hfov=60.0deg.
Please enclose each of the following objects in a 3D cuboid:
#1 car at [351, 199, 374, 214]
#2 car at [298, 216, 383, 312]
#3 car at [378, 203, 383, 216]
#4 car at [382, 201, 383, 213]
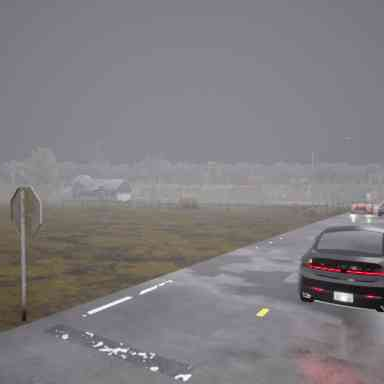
[{"bbox_3d":[20.031,1.644,39.050,2.097,1.767,4.553,0,-1,32],"label":"car"},{"bbox_3d":[3.812,1.517,7.633,1.837,1.490,4.892,0,0,32],"label":"car"},{"bbox_3d":[20.272,1.796,34.106,1.994,1.385,4.181,0,-1,32],"label":"car"},{"bbox_3d":[25.427,1.896,42.540,1.812,1.442,4.674,0,-1,32],"label":"car"}]
